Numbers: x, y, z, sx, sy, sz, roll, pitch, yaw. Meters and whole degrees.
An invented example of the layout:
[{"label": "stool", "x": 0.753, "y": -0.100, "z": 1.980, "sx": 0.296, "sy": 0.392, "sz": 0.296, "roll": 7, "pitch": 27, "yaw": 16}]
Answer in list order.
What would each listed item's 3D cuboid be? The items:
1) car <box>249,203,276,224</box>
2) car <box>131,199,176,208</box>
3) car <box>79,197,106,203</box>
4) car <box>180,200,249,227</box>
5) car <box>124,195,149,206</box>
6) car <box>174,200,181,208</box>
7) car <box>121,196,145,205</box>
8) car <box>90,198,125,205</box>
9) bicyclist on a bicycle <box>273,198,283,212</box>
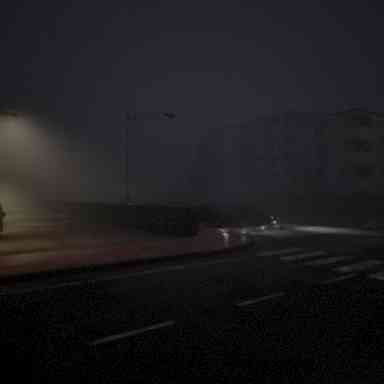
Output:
[{"label": "car", "x": 4.372, "y": 1.598, "z": 26.166, "sx": 2.128, "sy": 1.511, "sz": 4.902, "roll": 0, "pitch": 0, "yaw": -37}, {"label": "car", "x": -3.741, "y": 1.650, "z": 31.396, "sx": 1.994, "sy": 1.385, "sz": 4.181, "roll": 0, "pitch": 0, "yaw": -35}, {"label": "car", "x": -18.530, "y": 1.715, "z": 60.800, "sx": 4.718, "sy": 1.301, "sz": 1.895, "roll": 0, "pitch": 0, "yaw": 34}, {"label": "car", "x": 1.499, "y": 1.564, "z": 24.082, "sx": 1.882, "sy": 1.535, "sz": 5.008, "roll": 0, "pitch": 0, "yaw": -36}, {"label": "car", "x": -9.562, "y": 1.495, "z": 56.906, "sx": 2.097, "sy": 1.767, "sz": 4.553, "roll": 0, "pitch": 0, "yaw": -41}, {"label": "car", "x": -1.074, "y": 1.611, "z": 33.682, "sx": 1.837, "sy": 1.490, "sz": 4.892, "roll": 0, "pitch": 0, "yaw": -36}, {"label": "car", "x": -8.125, "y": 1.457, "z": 43.472, "sx": 2.097, "sy": 1.767, "sz": 4.553, "roll": 0, "pitch": 0, "yaw": -36}, {"label": "car", "x": -10.335, "y": 1.686, "z": 40.580, "sx": 1.895, "sy": 1.301, "sz": 4.718, "roll": 0, "pitch": 0, "yaw": -36}, {"label": "bicyclist on a bicycle", "x": 9.680, "y": 1.470, "z": 37.535, "sx": 1.656, "sy": 1.620, "sz": 0.582, "roll": 0, "pitch": 0, "yaw": -36}]
